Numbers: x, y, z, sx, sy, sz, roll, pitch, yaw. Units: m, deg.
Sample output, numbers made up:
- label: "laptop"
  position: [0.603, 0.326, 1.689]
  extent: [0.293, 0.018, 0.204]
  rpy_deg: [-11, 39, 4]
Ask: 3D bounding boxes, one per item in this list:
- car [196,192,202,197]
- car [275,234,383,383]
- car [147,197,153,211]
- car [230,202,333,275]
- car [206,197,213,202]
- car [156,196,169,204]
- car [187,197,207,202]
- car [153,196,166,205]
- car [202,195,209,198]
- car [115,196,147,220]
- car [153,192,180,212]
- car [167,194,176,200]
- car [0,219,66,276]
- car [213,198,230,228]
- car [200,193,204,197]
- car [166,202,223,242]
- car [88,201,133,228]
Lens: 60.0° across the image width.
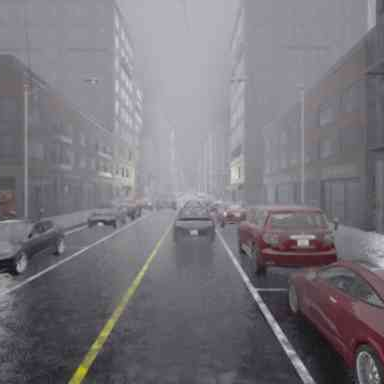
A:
- label: "car"
  position: [2.668, 1.255, 93.715]
  extent: [2.008, 1.369, 4.403]
  rpy_deg: [0, 0, 0]
- label: "car"
  position: [2.639, 1.569, 4.621]
  extent: [1.802, 1.307, 4.206]
  rpy_deg: [0, 0, 0]
- label: "car"
  position: [-5.376, 1.323, 38.707]
  extent: [1.967, 1.590, 4.097]
  rpy_deg: [0, 0, 0]
- label: "car"
  position: [2.641, 1.285, 10.301]
  extent: [2.192, 1.841, 5.009]
  rpy_deg: [0, 0, 0]
- label: "car"
  position: [2.648, 1.451, 33.027]
  extent: [2.008, 1.369, 4.403]
  rpy_deg: [0, 0, 0]
- label: "car"
  position: [-5.369, 1.362, 61.434]
  extent: [2.008, 1.369, 4.403]
  rpy_deg: [0, 0, 0]
- label: "car"
  position: [0.104, 1.468, 31.882]
  extent: [1.994, 1.385, 4.181]
  rpy_deg: [0, 0, 0]
- label: "car"
  position: [-5.371, 1.412, 55.753]
  extent: [1.802, 1.307, 4.206]
  rpy_deg: [0, 0, 0]
- label: "car"
  position: [2.651, 1.432, 44.389]
  extent: [1.947, 1.339, 4.313]
  rpy_deg: [0, 0, 0]
- label: "car"
  position: [-5.379, 1.233, 27.343]
  extent: [2.192, 1.841, 5.009]
  rpy_deg: [0, 0, 0]
- label: "car"
  position: [-2.835, 1.103, 38.204]
  extent: [2.150, 2.045, 5.566]
  rpy_deg: [0, 1, 0]
- label: "car"
  position: [-5.363, 1.273, 88.310]
  extent: [2.008, 1.369, 4.403]
  rpy_deg: [0, 0, 0]
- label: "car"
  position: [-5.384, 1.536, 10.299]
  extent: [1.947, 1.339, 4.313]
  rpy_deg: [0, 0, 0]
- label: "car"
  position: [2.644, 1.375, 21.664]
  extent: [1.967, 1.590, 4.097]
  rpy_deg: [0, 0, 0]
- label: "car"
  position: [2.655, 1.355, 55.922]
  extent: [1.752, 1.417, 4.829]
  rpy_deg: [0, 0, 0]
- label: "car"
  position: [0.098, 1.444, 16.020]
  extent: [2.128, 1.511, 4.902]
  rpy_deg: [0, 0, 0]
- label: "car"
  position: [-5.381, 1.501, 21.662]
  extent: [1.947, 1.339, 4.313]
  rpy_deg: [0, 0, 0]
